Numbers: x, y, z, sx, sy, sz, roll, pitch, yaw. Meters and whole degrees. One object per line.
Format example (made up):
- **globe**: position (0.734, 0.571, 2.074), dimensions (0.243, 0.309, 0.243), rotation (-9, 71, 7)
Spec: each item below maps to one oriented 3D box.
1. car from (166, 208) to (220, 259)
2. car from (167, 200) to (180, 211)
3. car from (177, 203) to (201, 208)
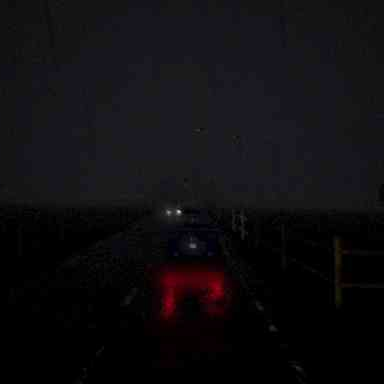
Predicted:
- **car**: position (0.050, 1.655, 13.477), dimensions (1.882, 1.535, 5.008), rotation (0, 0, 0)
- **car**: position (-2.838, 2.053, 52.744), dimensions (2.097, 1.767, 4.553), rotation (0, -1, 0)
- **car**: position (0.038, 1.866, 27.336), dimensions (1.837, 1.490, 4.892), rotation (0, 0, 0)
